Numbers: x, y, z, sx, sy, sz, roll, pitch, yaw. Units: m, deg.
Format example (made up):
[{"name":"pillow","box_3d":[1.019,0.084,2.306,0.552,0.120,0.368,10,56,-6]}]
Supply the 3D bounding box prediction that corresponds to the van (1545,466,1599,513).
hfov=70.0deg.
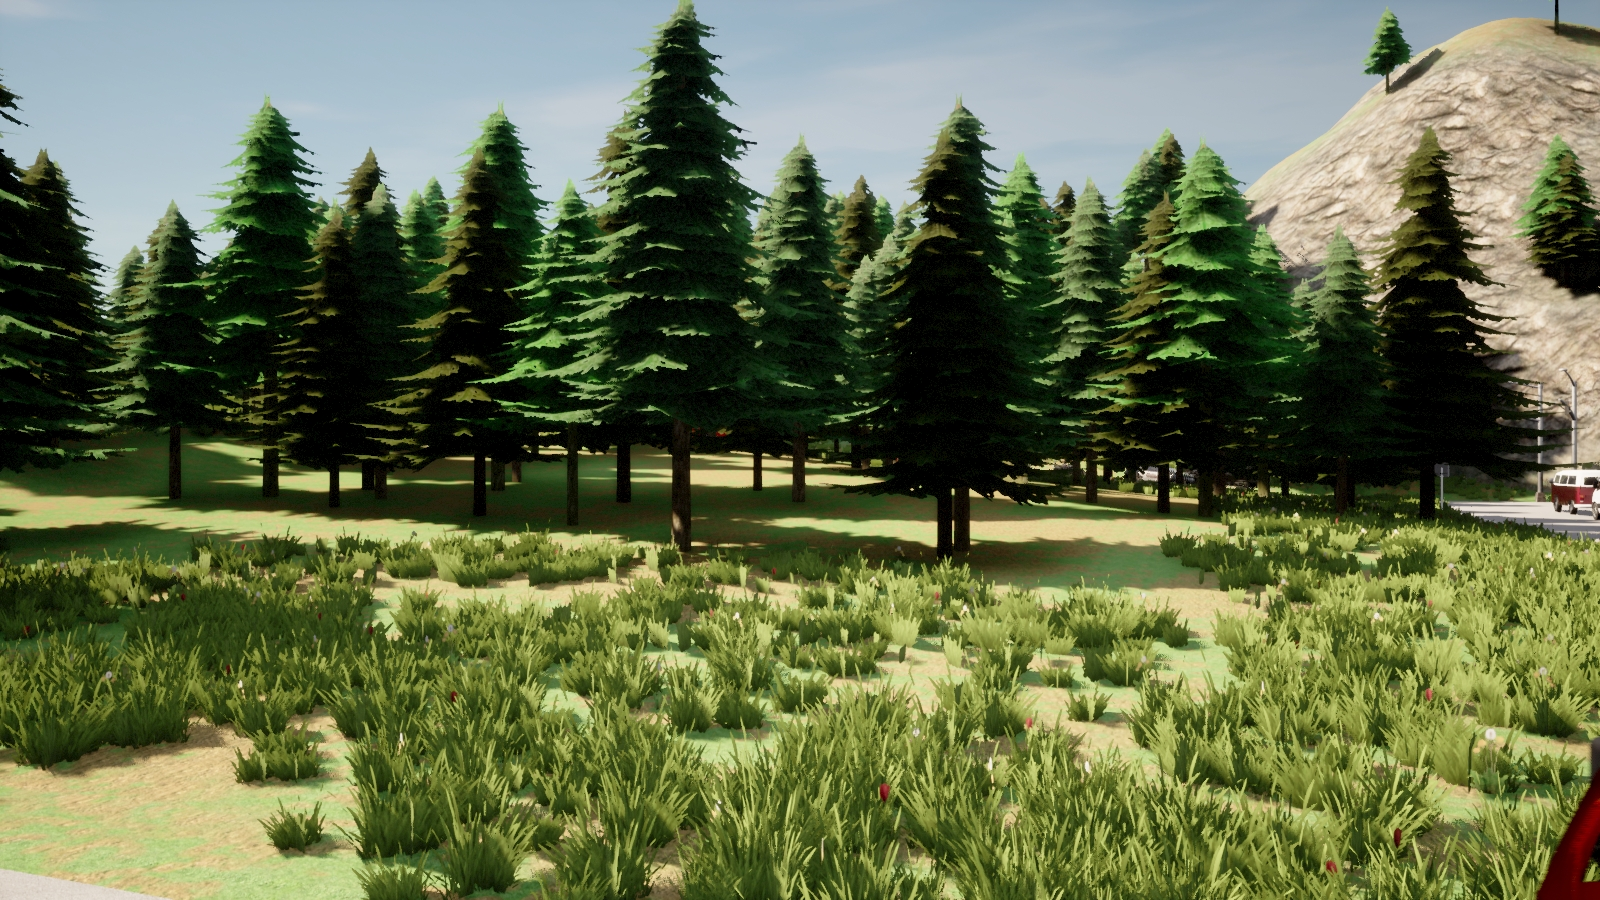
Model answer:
[{"name":"van","box_3d":[36.159,1.782,52.642,2.069,2.038,4.480,0,0,20]}]

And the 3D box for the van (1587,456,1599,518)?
[{"name":"van","box_3d":[33.726,1.534,45.978,1.988,2.561,5.915,0,0,20]}]

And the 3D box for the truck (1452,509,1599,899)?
[{"name":"truck","box_3d":[4.234,1.424,1.802,5.204,2.467,2.627,0,0,21]}]
